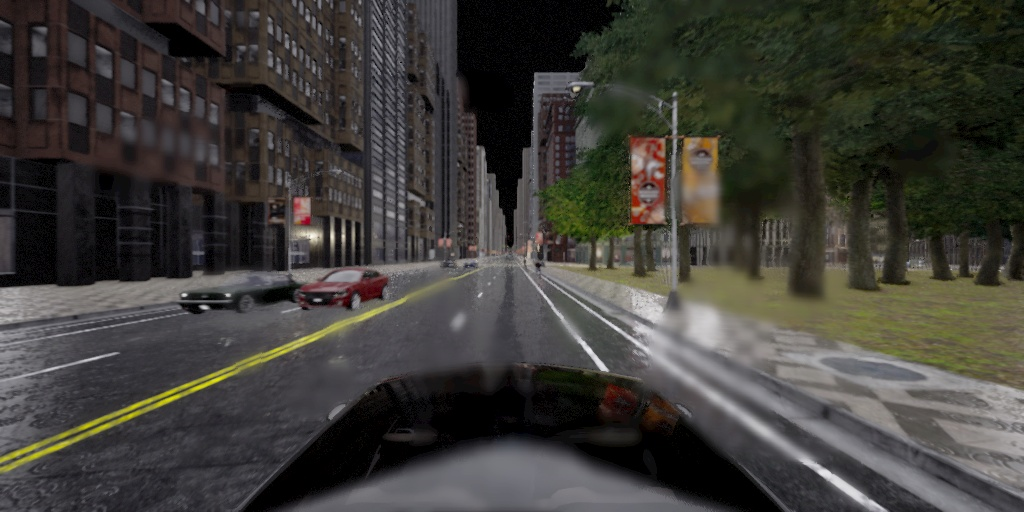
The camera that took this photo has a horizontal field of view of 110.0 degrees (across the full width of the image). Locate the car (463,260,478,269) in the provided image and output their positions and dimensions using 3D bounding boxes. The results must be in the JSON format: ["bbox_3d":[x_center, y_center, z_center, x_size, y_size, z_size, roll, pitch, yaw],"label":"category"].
[{"bbox_3d":[-6.539,1.316,57.404,2.033,1.411,5.357,0,0,1],"label":"car"}]

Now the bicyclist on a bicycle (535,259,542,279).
[{"bbox_3d":[2.248,1.114,30.712,0.659,1.776,1.843,0,0,0],"label":"bicyclist on a bicycle"}]

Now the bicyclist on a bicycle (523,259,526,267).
[{"bbox_3d":[2.246,1.231,62.250,0.582,1.620,1.656,0,0,0],"label":"bicyclist on a bicycle"}]

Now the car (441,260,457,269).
[{"bbox_3d":[-9.802,1.329,55.901,1.994,1.385,4.181,0,0,1],"label":"car"}]

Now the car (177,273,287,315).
[{"bbox_3d":[-9.851,1.348,13.703,1.895,1.301,4.718,0,0,0],"label":"car"}]

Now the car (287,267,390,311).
[{"bbox_3d":[-6.601,1.224,14.658,1.882,1.535,5.008,0,0,0],"label":"car"}]
